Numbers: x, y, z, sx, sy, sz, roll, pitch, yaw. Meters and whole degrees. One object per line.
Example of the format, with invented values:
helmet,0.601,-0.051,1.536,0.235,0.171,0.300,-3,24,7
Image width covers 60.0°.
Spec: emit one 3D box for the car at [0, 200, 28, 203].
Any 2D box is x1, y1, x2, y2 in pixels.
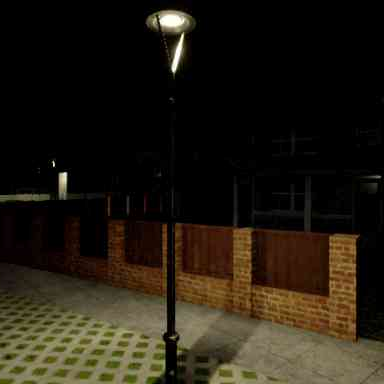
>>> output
car,-12.295,1.260,22.879,2.033,1.411,5.357,1,2,39
